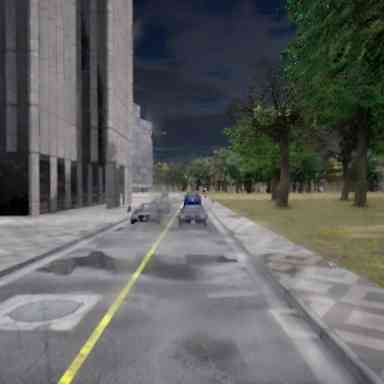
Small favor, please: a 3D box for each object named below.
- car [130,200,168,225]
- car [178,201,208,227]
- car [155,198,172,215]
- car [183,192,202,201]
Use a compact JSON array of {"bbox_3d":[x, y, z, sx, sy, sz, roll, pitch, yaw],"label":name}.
[{"bbox_3d":[-3.016,1.493,23.100,1.994,1.385,4.181,0,0,0],"label":"car"},{"bbox_3d":[0.065,1.536,22.396,1.895,1.301,4.718,0,0,0],"label":"car"},{"bbox_3d":[-2.998,1.359,32.548,2.128,1.511,4.902,0,0,0],"label":"car"},{"bbox_3d":[0.090,1.010,42.704,2.150,2.045,5.566,0,1,0],"label":"car"}]
